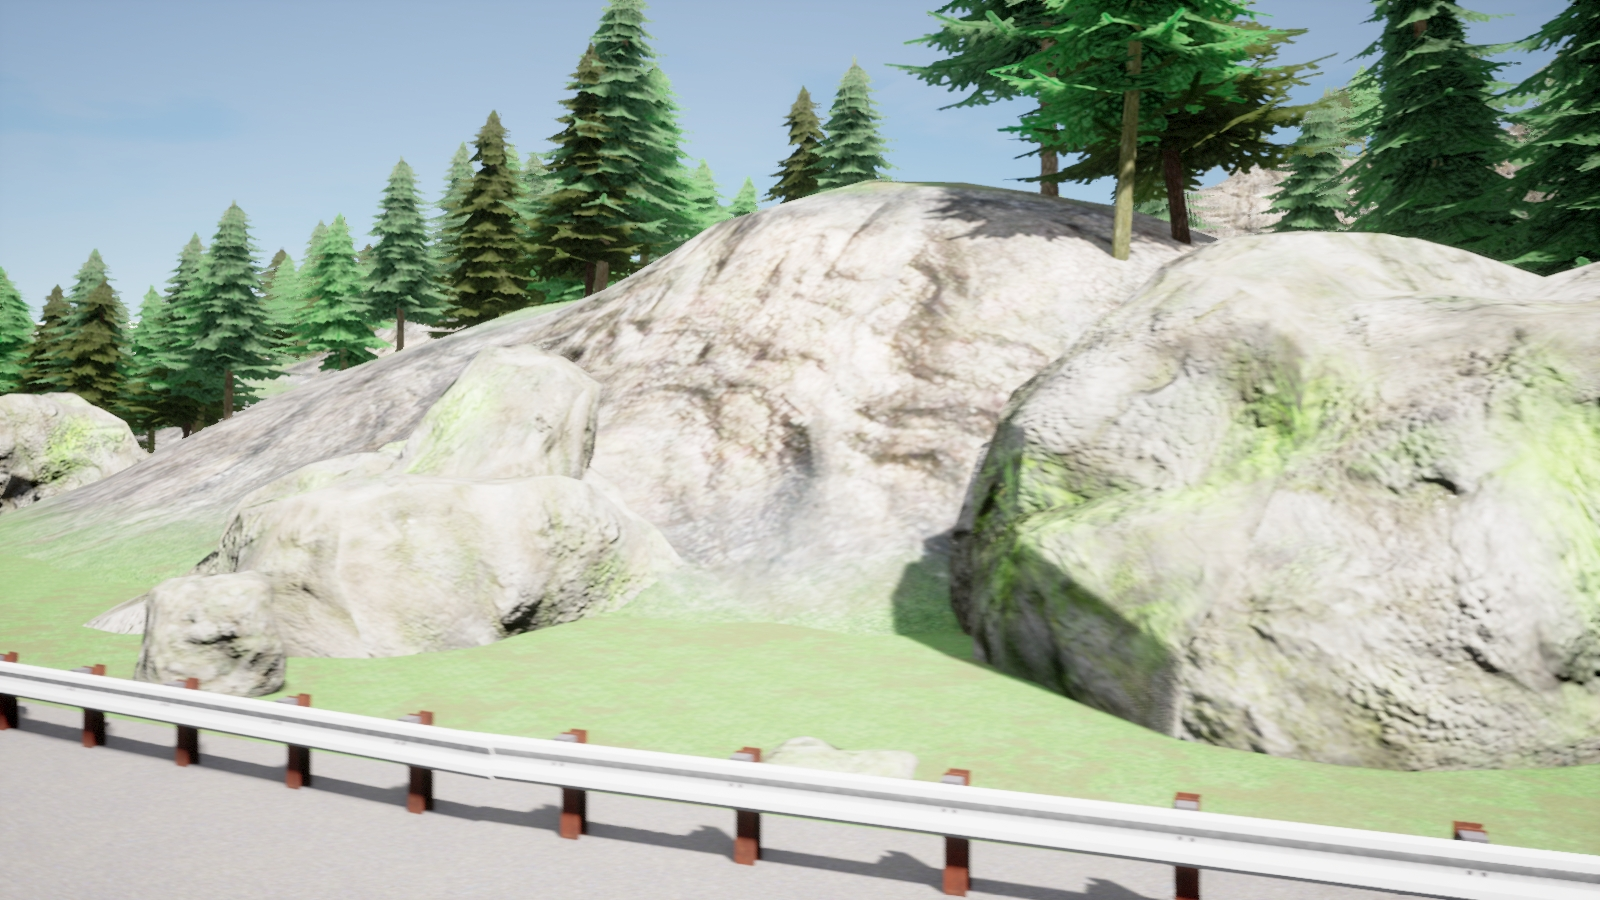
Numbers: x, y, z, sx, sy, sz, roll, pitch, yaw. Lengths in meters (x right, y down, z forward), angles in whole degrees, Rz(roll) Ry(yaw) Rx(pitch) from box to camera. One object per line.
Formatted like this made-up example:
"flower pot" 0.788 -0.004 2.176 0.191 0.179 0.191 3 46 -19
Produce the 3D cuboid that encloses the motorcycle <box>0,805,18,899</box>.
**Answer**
"motorcycle" -4.524 2.179 5.058 2.033 1.217 0.803 0 0 24
